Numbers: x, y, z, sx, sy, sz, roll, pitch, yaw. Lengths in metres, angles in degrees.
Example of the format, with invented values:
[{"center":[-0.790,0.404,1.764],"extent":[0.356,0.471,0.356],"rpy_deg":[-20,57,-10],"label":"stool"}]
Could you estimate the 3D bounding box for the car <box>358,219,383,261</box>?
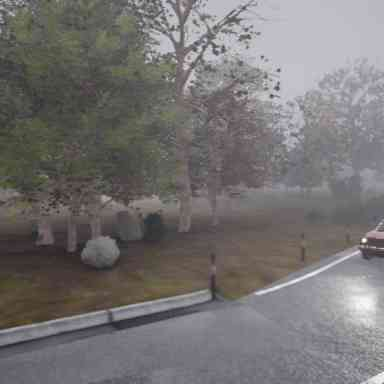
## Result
[{"center":[7.364,1.568,11.427],"extent":[1.895,1.301,4.718],"rpy_deg":[0,0,43],"label":"car"}]
